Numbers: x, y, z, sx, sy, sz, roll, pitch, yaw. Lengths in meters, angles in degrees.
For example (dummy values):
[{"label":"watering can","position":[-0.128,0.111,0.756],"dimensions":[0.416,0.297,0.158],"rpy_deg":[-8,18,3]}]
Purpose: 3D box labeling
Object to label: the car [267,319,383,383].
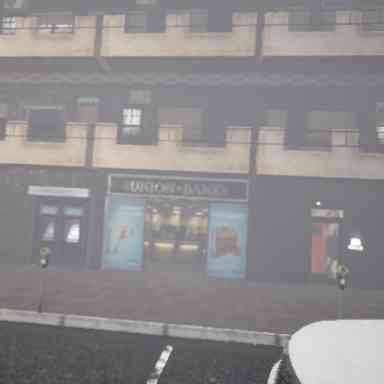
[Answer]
[{"label":"car","position":[3.310,1.522,2.069],"dimensions":[5.566,2.045,2.150],"rpy_deg":[2,-3,7]}]
